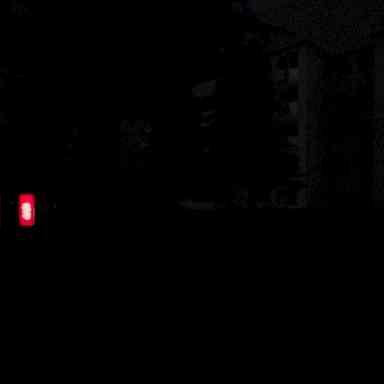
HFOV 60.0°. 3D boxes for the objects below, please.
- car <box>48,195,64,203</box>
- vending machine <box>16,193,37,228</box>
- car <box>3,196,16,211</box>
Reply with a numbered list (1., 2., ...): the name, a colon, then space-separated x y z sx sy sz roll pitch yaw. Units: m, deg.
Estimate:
1. car: -25.303 1.284 62.107 2.128 1.511 4.902 1 0 -5
2. vending machine: -10.285 1.113 20.712 1.100 2.100 0.880 0 0 -24
3. car: -19.181 1.196 37.196 2.097 1.767 4.553 0 0 -7
